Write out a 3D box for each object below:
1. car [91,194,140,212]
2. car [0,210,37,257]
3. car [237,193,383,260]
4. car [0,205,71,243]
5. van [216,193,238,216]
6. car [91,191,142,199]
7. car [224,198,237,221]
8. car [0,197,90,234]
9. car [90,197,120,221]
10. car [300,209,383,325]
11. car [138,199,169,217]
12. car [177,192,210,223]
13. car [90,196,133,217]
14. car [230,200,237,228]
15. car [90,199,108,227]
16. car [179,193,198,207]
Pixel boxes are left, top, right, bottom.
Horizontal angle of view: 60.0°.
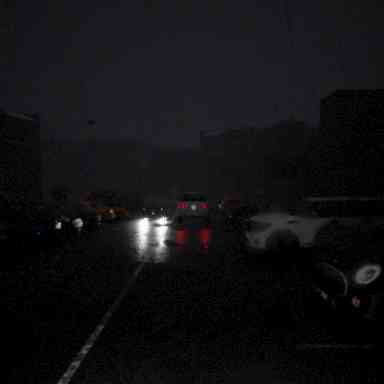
[{"bbox_3d":[-7.678,1.228,30.756,5.008,1.535,2.097,0,1,0],"label":"car"},{"bbox_3d":[-7.674,1.444,10.293,4.674,1.452,2.002,0,0,0],"label":"car"},{"bbox_3d":[4.625,1.144,11.598,5.566,2.045,2.435,0,0,0],"label":"car"},{"bbox_3d":[-7.706,1.412,13.232,4.792,1.488,2.163,0,0,0],"label":"car"},{"bbox_3d":[4.540,1.042,28.357,4.442,1.987,1.878,0,1,0],"label":"van"},{"bbox_3d":[-7.643,0.908,33.695,5.566,2.045,2.435,0,1,0],"label":"car"},{"bbox_3d":[4.649,1.334,20.105,4.892,1.521,2.231,0,0,0],"label":"car"},{"bbox_3d":[-7.707,1.236,16.169,4.553,1.767,2.185,0,0,0],"label":"car"},{"bbox_3d":[-7.859,1.316,22.045,5.366,1.575,1.946,0,0,0],"label":"car"},{"bbox_3d":[4.683,1.309,6.137,4.553,1.767,2.185,0,0,0],"label":"car"},{"bbox_3d":[-3.083,1.383,28.605,1.895,1.301,4.718,0,1,0],"label":"car"},{"bbox_3d":[0.106,1.044,23.655,2.150,2.045,5.566,0,0,0],"label":"car"},{"bbox_3d":[-7.489,1.294,24.985,5.366,1.575,1.946,0,0,0],"label":"car"},{"bbox_3d":[4.661,1.356,17.187,4.892,1.521,2.231,0,0,0],"label":"car"},{"bbox_3d":[-7.681,1.342,18.982,4.892,1.521,2.231,0,0,0],"label":"car"},{"bbox_3d":[-0.461,0.943,41.576,1.994,1.385,4.181,0,3,-7],"label":"car"}]
